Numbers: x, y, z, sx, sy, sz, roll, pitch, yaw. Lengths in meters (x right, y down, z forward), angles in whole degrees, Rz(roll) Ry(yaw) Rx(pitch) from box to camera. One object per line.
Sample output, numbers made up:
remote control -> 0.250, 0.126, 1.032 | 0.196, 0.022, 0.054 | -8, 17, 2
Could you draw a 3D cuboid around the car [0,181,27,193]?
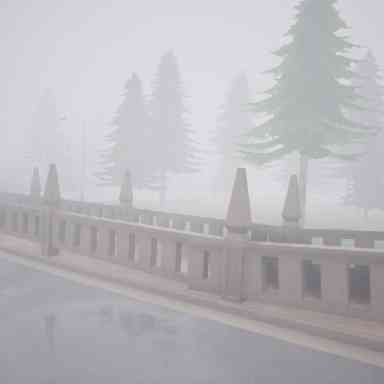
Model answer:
car -> -21.259, -0.475, 37.412 | 1.882, 1.535, 5.008 | 4, 3, 37
